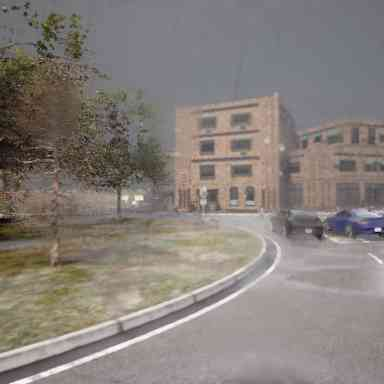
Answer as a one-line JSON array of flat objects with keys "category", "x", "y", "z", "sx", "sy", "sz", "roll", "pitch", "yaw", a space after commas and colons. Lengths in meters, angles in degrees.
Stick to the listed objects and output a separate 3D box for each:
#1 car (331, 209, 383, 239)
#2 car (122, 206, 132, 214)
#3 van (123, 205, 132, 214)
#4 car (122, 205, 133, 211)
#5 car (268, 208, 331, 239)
[{"category": "car", "x": 8.809, "y": 1.635, "z": 18.044, "sx": 1.812, "sy": 1.442, "sz": 4.674, "roll": 0, "pitch": -1, "yaw": 0}, {"category": "car", "x": -14.303, "y": 4.024, "z": 73.508, "sx": 2.163, "sy": 1.488, "sz": 4.792, "roll": 0, "pitch": -4, "yaw": -10}, {"category": "van", "x": -15.253, "y": 4.165, "z": 79.043, "sx": 1.878, "sy": 1.987, "sz": 4.442, "roll": 0, "pitch": -4, "yaw": -10}, {"category": "car", "x": -13.362, "y": 3.648, "z": 68.106, "sx": 2.002, "sy": 1.452, "sz": 4.674, "roll": 1, "pitch": -4, "yaw": -10}, {"category": "car", "x": 5.588, "y": 1.642, "z": 18.361, "sx": 1.837, "sy": 1.490, "sz": 4.892, "roll": 1, "pitch": -1, "yaw": 0}]
